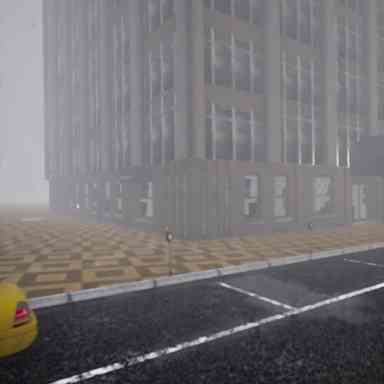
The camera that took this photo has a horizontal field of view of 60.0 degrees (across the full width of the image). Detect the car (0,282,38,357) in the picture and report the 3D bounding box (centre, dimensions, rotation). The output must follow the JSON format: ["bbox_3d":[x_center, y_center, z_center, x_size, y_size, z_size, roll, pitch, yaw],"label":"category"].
[{"bbox_3d":[-4.314,1.531,3.479,4.829,1.417,1.752,0,-1,-34],"label":"car"}]
